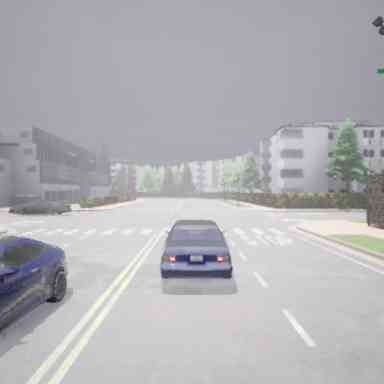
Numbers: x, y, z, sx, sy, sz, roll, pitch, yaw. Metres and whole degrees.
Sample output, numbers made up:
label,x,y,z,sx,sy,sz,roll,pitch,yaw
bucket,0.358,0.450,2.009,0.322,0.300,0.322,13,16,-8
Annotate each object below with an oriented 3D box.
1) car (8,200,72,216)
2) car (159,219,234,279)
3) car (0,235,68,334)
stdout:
label,x,y,z,sx,sy,sz,roll,pitch,yaw
car,-14.080,1.487,30.998,5.357,1.411,2.033,0,0,-1
car,0.101,1.527,9.946,2.033,1.411,5.357,0,0,0
car,-3.574,1.515,5.459,1.812,1.442,4.674,0,0,0
